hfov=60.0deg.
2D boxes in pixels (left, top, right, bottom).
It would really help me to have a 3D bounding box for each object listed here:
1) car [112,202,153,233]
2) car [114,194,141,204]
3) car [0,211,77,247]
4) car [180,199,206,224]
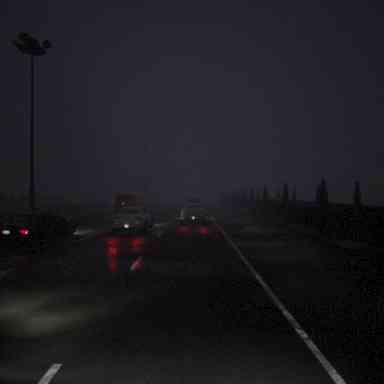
[{"bbox_3d":[-3.401,1.533,19.582,1.812,1.442,4.674,0,0,0],"label":"car"},{"bbox_3d":[-6.903,1.236,36.087,2.150,2.045,5.566,0,0,0],"label":"car"},{"bbox_3d":[-6.901,1.553,14.927,2.033,1.411,5.357,0,0,0],"label":"car"},{"bbox_3d":[0.095,1.536,25.018,1.812,1.442,4.674,0,0,0],"label":"car"}]
